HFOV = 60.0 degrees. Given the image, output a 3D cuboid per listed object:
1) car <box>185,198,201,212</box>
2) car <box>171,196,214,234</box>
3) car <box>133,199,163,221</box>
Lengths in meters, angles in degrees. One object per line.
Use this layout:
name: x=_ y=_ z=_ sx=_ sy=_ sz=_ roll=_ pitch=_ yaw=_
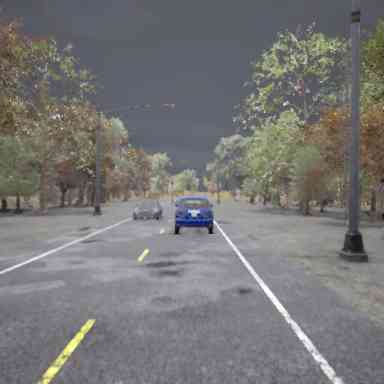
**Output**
car: x=0.132 y=1.575 z=40.915 sx=1.882 sy=1.535 sz=5.008 roll=1 pitch=0 yaw=0
car: x=0.121 y=1.284 z=20.100 sx=2.150 sy=2.045 sz=5.566 roll=1 pitch=0 yaw=0
car: x=-3.572 y=1.387 z=27.656 sx=2.097 sy=1.767 sz=4.553 roll=1 pitch=0 yaw=0
